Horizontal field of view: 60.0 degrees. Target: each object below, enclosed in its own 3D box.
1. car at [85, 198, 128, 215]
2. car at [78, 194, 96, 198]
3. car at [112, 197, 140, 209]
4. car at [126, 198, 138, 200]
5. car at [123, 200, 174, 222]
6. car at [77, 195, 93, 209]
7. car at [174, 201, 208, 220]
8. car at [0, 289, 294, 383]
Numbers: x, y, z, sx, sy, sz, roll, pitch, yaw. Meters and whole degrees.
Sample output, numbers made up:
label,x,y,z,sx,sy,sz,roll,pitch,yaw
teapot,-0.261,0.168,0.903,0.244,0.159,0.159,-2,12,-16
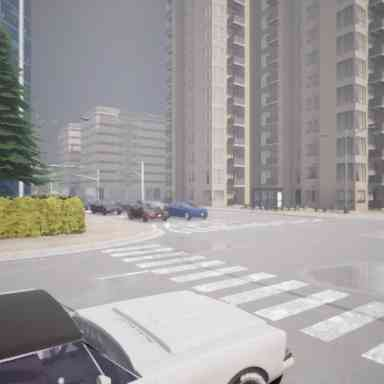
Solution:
label,x,y,z,sx,sy,sz,roll,pitch,yaw
car,-8.973,1.602,34.491,2.033,1.411,5.357,0,0,-35
car,-16.227,1.372,50.920,2.150,2.045,5.566,0,0,-35
car,-9.556,1.546,47.742,2.128,1.511,4.902,0,0,-35
car,-6.499,1.560,37.062,1.837,1.490,4.892,0,0,-35
car,-3.623,1.619,26.954,1.994,1.385,4.181,0,0,-35
car,-14.737,1.560,42.665,1.837,1.490,4.892,0,0,-35
car,-0.606,1.532,28.748,1.882,1.535,5.008,0,0,-35
car,-1.284,1.601,2.831,4.718,1.301,1.895,0,0,-35
